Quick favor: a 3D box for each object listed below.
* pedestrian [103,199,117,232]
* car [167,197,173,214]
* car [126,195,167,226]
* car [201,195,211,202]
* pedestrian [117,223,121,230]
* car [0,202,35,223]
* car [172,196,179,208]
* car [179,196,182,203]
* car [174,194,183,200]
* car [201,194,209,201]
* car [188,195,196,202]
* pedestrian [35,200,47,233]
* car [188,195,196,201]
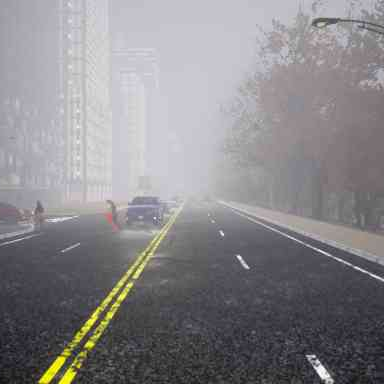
[{"bbox_3d":[-4.648,1.304,18.809,0.375,1.860,0.375,0,0,0],"label":"pedestrian"},{"bbox_3d":[-3.350,1.578,35.139,1.994,1.385,4.181,0,0,0],"label":"car"},{"bbox_3d":[-3.369,1.293,24.540,2.150,2.045,5.566,-1,0,0],"label":"car"},{"bbox_3d":[3.257,1.503,74.903,1.837,1.490,4.892,0,0,0],"label":"car"},{"bbox_3d":[-4.557,1.317,19.409,0.375,1.860,0.375,0,0,0],"label":"pedestrian"},{"bbox_3d":[-15.198,1.576,26.938,4.553,1.767,2.097,-1,0,2],"label":"car"},{"bbox_3d":[-3.341,1.604,49.431,1.895,1.301,4.718,0,0,0],"label":"car"},{"bbox_3d":[-3.288,1.512,64.140,1.837,1.490,4.892,0,0,0],"label":"car"},{"bbox_3d":[-3.241,1.249,79.904,1.994,1.385,4.181,0,0,0],"label":"car"},{"bbox_3d":[3.260,1.374,85.297,1.882,1.535,5.008,0,0,0],"label":"car"},{"bbox_3d":[0.009,1.543,74.904,2.033,1.411,5.357,0,0,0],"label":"car"},{"bbox_3d":[-8.350,1.293,18.213,0.375,1.860,0.375,0,0,0],"label":"pedestrian"},{"bbox_3d":[0.010,1.420,85.298,1.812,1.442,4.674,0,0,0],"label":"car"}]
